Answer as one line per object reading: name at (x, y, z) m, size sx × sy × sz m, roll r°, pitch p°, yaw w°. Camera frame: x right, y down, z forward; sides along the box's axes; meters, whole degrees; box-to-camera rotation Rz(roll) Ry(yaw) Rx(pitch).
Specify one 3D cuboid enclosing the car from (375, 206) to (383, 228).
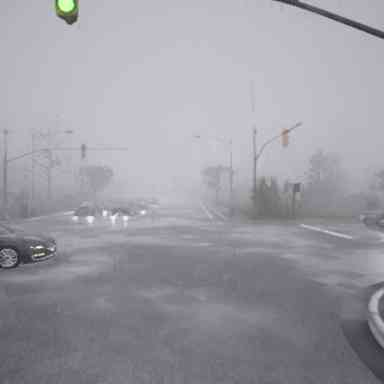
car at (13.697, 1.603, 18.777) m, size 5.357 × 1.411 × 2.033 m, roll 0°, pitch 0°, yaw -3°

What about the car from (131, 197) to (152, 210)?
car at (-7.083, 1.478, 44.919) m, size 2.097 × 1.767 × 4.553 m, roll 0°, pitch 0°, yaw 0°

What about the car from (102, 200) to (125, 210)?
car at (-10.583, 1.727, 45.123) m, size 1.895 × 1.301 × 4.718 m, roll 0°, pitch 0°, yaw 0°

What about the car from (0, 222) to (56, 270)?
car at (-6.887, 1.585, 10.502) m, size 4.892 × 1.490 × 1.837 m, roll 0°, pitch 0°, yaw -3°

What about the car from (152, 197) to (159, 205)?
car at (-7.018, 1.622, 59.082) m, size 1.994 × 1.385 × 4.181 m, roll 0°, pitch 1°, yaw 1°

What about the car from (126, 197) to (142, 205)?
car at (-10.510, 1.607, 60.597) m, size 1.994 × 1.385 × 4.181 m, roll 0°, pitch 1°, yaw 1°

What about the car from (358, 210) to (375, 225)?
car at (13.716, 1.558, 22.284) m, size 4.902 × 1.511 × 2.128 m, roll 0°, pitch 0°, yaw -3°

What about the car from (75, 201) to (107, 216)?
car at (-10.591, 1.629, 34.502) m, size 1.812 × 1.442 × 4.674 m, roll 0°, pitch 0°, yaw 0°

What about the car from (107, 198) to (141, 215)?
car at (-7.092, 1.653, 35.190) m, size 2.033 × 1.411 × 5.357 m, roll 0°, pitch 0°, yaw 0°
